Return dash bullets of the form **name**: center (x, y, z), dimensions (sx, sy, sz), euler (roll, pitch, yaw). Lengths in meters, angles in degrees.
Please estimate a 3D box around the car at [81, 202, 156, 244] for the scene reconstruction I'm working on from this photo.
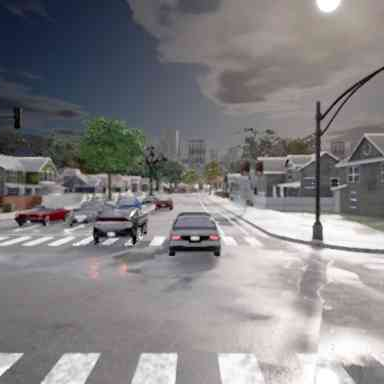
- **car**: center (-3.156, 1.420, 15.427), dimensions (2.128, 1.511, 4.902), euler (0, 0, 0)

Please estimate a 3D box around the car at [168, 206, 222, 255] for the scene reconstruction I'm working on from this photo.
- **car**: center (0.093, 1.489, 12.942), dimensions (2.033, 1.411, 5.357), euler (0, 0, 0)

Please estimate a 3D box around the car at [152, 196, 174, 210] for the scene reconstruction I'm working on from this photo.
- **car**: center (-3.162, 1.285, 39.241), dimensions (1.882, 1.535, 5.008), euler (0, 0, 0)

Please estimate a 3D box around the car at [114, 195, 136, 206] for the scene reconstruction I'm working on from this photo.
- **car**: center (-9.821, 1.244, 49.210), dimensions (2.128, 1.511, 4.902), euler (0, 0, 0)

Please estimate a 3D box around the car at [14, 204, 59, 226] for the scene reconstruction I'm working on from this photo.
- **car**: center (-9.854, 1.493, 22.421), dimensions (1.895, 1.301, 4.718), euler (0, 0, 3)

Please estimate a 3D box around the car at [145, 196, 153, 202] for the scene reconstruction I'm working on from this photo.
- **car**: center (-6.569, 1.302, 51.952), dimensions (1.994, 1.385, 4.181), euler (0, 0, -1)

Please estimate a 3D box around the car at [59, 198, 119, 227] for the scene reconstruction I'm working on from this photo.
- **car**: center (-6.606, 1.387, 22.013), dimensions (2.128, 1.511, 4.902), euler (0, 0, 0)

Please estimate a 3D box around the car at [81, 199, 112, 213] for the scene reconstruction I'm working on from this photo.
- **car**: center (-9.850, 1.429, 34.763), dimensions (1.895, 1.301, 4.718), euler (0, 0, 0)

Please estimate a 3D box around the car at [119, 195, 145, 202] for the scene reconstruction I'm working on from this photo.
- **car**: center (-6.595, 1.306, 35.099), dimensions (1.882, 1.535, 5.008), euler (0, 1, 0)
